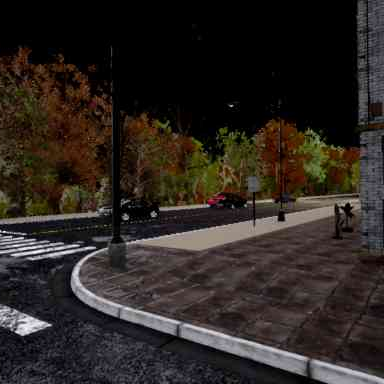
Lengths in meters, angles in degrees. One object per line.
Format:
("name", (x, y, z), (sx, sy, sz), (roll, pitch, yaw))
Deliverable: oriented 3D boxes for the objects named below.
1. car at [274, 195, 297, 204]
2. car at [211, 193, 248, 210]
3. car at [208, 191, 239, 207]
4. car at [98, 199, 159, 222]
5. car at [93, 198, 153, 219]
("car", (14.158, 1.082, 50.097), (2.033, 1.411, 5.357), (-1, 0, 36))
("car", (4.517, 1.175, 37.152), (1.837, 1.490, 4.892), (-1, 0, 36))
("car", (4.260, 0.898, 42.272), (2.150, 2.045, 5.566), (-1, 0, 36))
("car", (-4.506, 1.332, 24.897), (1.837, 1.490, 4.892), (-1, 0, 36))
("car", (-5.804, 1.339, 28.614), (2.128, 1.511, 4.902), (-1, 0, 36))
